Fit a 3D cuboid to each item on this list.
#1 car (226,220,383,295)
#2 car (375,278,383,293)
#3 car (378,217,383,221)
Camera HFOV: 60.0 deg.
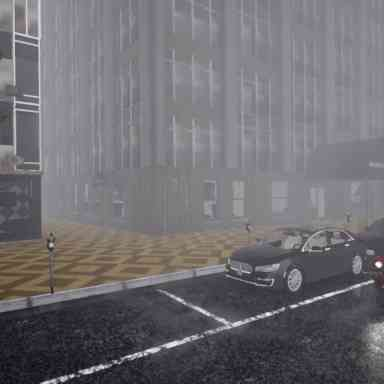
[{"bbox_3d":[2.822,1.549,8.609,4.403,1.369,2.008,0,-1,-36],"label":"car"},{"bbox_3d":[6.061,1.599,7.609,4.718,1.301,1.895,0,0,-36],"label":"car"},{"bbox_3d":[7.439,1.563,11.924,4.313,1.339,1.947,0,-1,-36],"label":"car"}]
